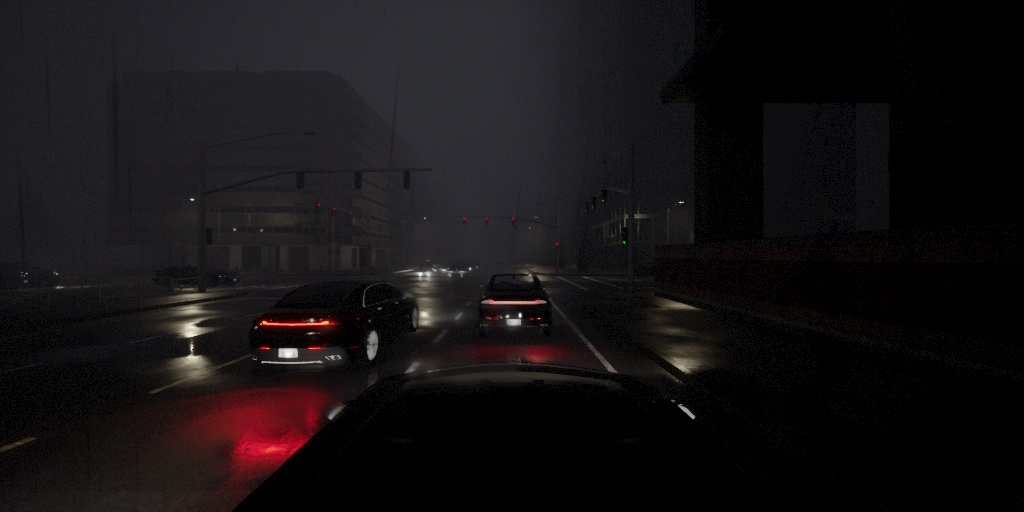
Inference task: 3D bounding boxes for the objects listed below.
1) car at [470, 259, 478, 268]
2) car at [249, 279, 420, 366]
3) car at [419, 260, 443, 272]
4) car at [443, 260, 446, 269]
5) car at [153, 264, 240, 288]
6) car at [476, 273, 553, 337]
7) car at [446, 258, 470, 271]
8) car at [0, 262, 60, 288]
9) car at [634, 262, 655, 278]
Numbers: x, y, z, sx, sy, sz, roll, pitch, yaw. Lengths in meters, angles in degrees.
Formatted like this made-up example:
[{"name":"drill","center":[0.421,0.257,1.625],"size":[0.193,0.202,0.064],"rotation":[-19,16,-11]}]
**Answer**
[{"name":"car","center":[-7.405,1.314,60.354],"size":[1.994,1.385,4.181],"rotation":[0,0,1]},{"name":"car","center":[-3.451,1.255,7.977],"size":[1.837,1.490,4.892],"rotation":[0,0,0]},{"name":"car","center":[-10.980,1.241,47.566],"size":[2.128,1.511,4.902],"rotation":[0,0,0]},{"name":"car","center":[-10.949,1.351,56.911],"size":[1.895,1.301,4.718],"rotation":[0,0,1]},{"name":"car","center":[-20.651,1.297,23.611],"size":[4.902,1.511,2.128],"rotation":[0,0,1]},{"name":"car","center":[0.059,1.242,10.297],"size":[2.128,1.511,4.902],"rotation":[0,0,0]},{"name":"car","center":[-7.486,1.228,50.337],"size":[1.882,1.535,5.008],"rotation":[0,0,0]},{"name":"car","center":[-33.030,1.157,23.672],"size":[4.553,1.767,2.097],"rotation":[0,0,0]},{"name":"car","center":[13.949,1.297,34.287],"size":[4.902,1.511,2.128],"rotation":[0,0,0]}]
